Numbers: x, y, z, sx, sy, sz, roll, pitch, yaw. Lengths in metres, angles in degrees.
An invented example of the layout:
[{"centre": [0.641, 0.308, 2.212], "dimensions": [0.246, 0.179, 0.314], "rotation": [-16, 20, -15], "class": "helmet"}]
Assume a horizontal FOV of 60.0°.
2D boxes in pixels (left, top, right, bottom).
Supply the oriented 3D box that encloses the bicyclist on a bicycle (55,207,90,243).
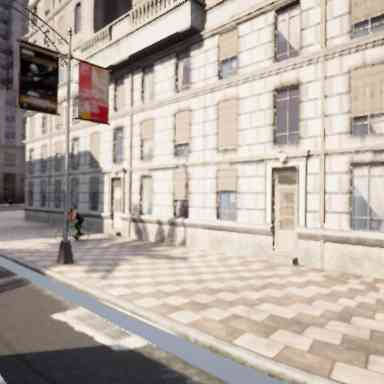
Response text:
[{"centre": [-5.386, 1.501, 15.080], "dimensions": [1.656, 1.620, 0.582], "rotation": [1, -1, -45], "class": "bicyclist on a bicycle"}]
